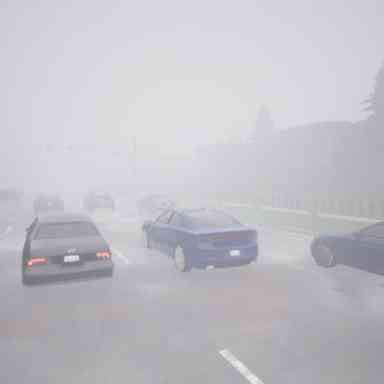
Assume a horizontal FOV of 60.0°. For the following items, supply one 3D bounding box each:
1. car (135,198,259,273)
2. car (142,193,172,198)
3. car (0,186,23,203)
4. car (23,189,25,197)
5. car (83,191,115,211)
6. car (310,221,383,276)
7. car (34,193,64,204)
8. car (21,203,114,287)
[{"bbox_3d":[-0.036,1.160,9.839,1.882,1.535,5.008,-1,2,-24],"label":"car"},{"bbox_3d":[-2.577,0.778,23.876,2.033,1.411,5.357,-1,2,-24],"label":"car"},{"bbox_3d":[-19.371,0.331,35.255,1.837,1.490,4.892,-1,2,-24],"label":"car"},{"bbox_3d":[-24.693,-0.063,46.901,2.128,1.511,4.902,-1,2,-24],"label":"car"},{"bbox_3d":[-7.238,0.653,25.671,2.128,1.511,4.902,-1,2,-24],"label":"car"},{"bbox_3d":[4.853,1.294,7.523,1.812,1.442,4.674,-1,2,-24],"label":"car"},{"bbox_3d":[-10.621,0.750,24.657,1.994,1.385,4.181,-1,2,-24],"label":"car"},{"bbox_3d":[-3.371,1.258,8.705,2.033,1.411,5.357,-1,2,-25],"label":"car"}]
